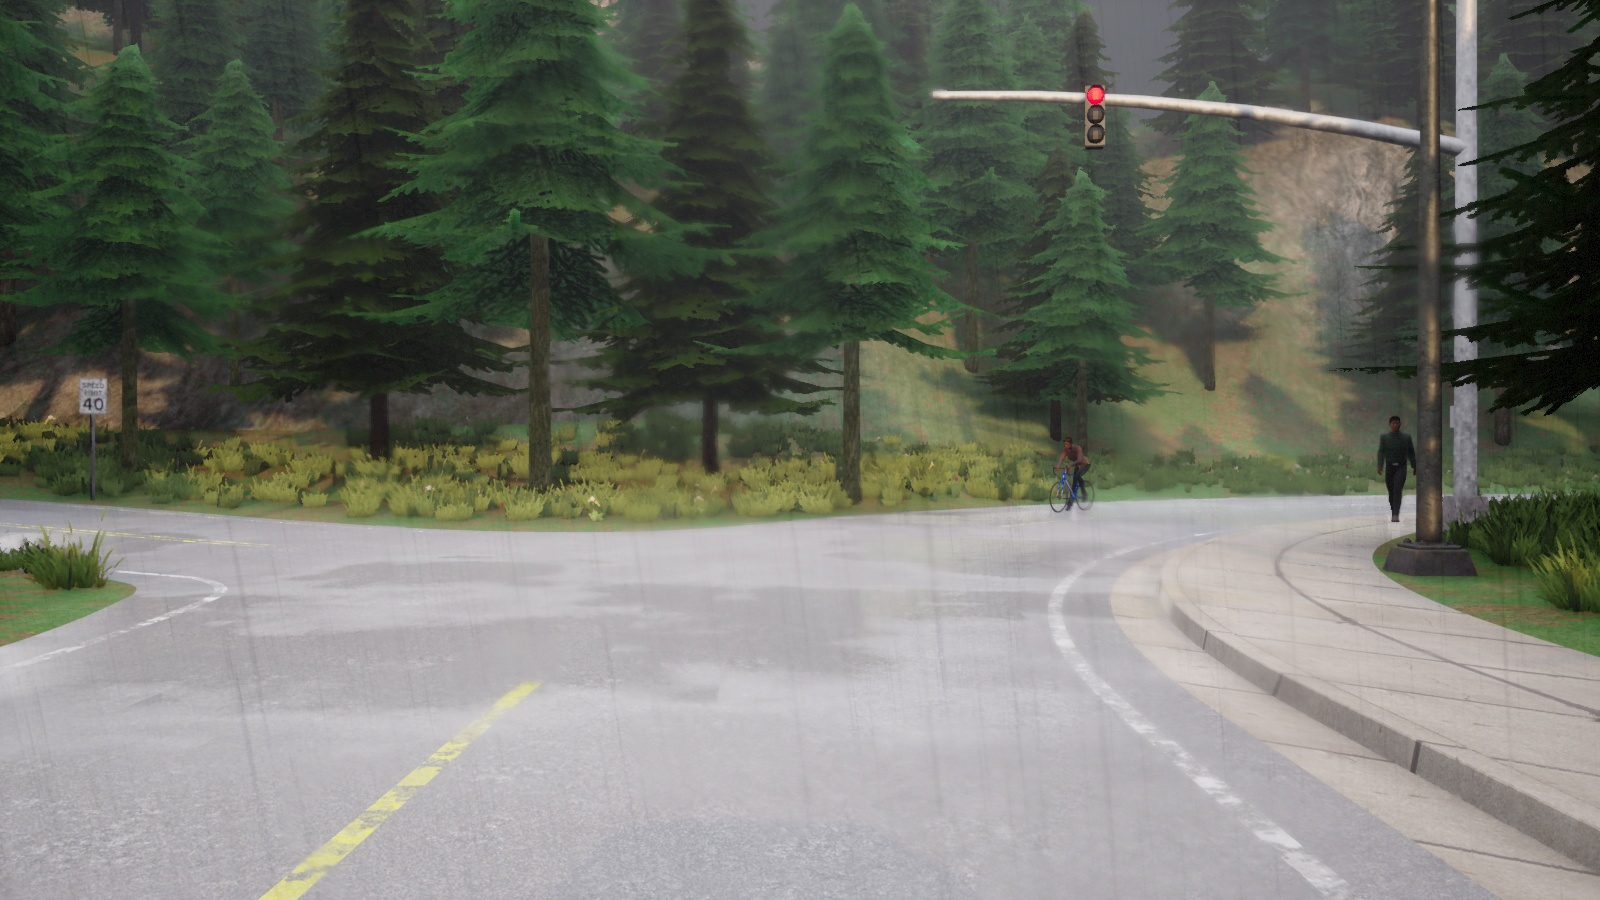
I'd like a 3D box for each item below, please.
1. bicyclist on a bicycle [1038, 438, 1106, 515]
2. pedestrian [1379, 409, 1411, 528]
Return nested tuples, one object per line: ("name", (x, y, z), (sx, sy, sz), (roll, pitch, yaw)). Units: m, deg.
("bicyclist on a bicycle", (5.883, 0.551, 27.127), (1.656, 1.620, 0.582), (-1, 1, -42))
("pedestrian", (9.937, 0.298, 20.965), (0.423, 1.949, 0.788), (0, 0, 28))
